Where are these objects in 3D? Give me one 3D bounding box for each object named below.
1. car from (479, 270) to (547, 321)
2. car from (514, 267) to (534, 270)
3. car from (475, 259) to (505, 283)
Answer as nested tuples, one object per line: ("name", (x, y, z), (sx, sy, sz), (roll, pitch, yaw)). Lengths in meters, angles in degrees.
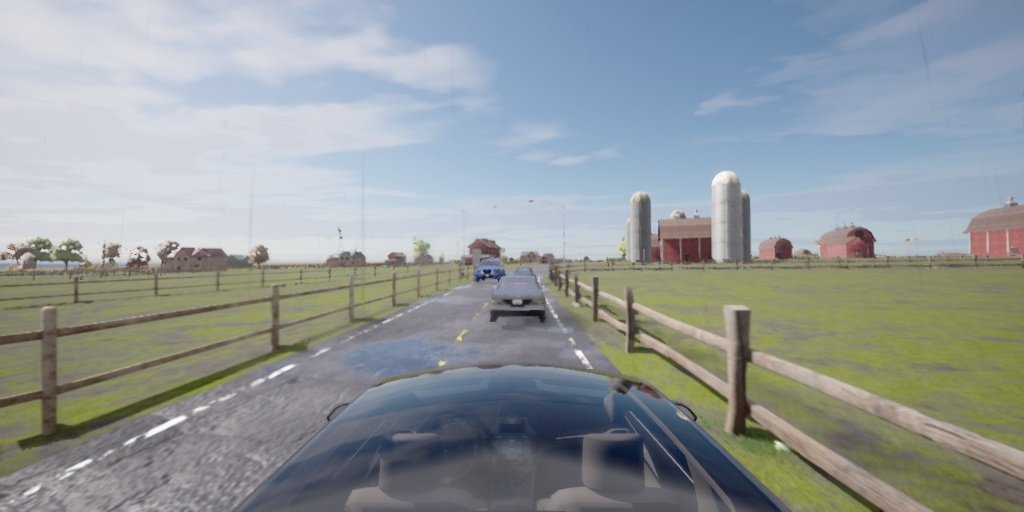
("car", (0.241, 1.404, 12.905), (2.033, 1.411, 5.357), (0, -1, 2))
("car", (0.990, 1.582, 30.003), (1.994, 1.385, 4.181), (0, 0, 4))
("car", (-1.829, 1.254, 31.734), (2.150, 2.045, 5.566), (0, 0, 4))
